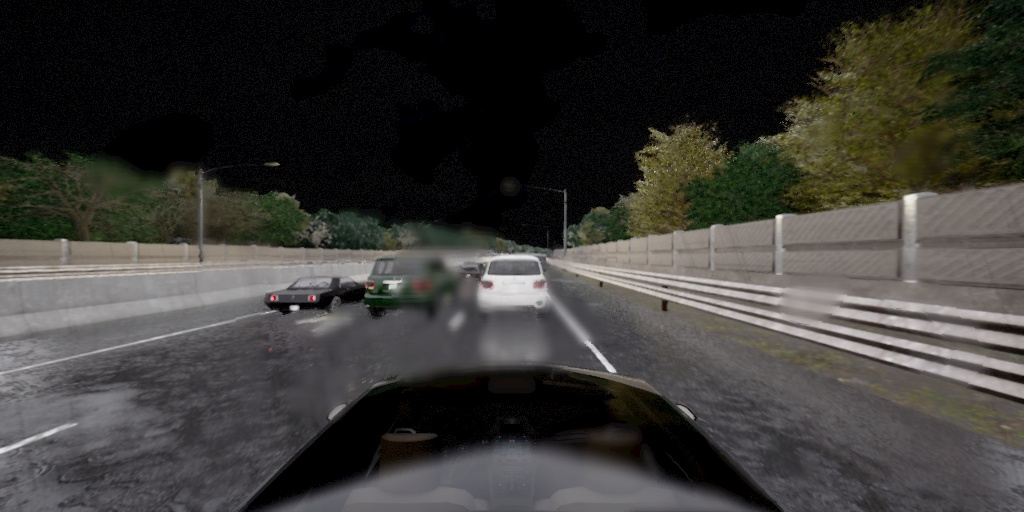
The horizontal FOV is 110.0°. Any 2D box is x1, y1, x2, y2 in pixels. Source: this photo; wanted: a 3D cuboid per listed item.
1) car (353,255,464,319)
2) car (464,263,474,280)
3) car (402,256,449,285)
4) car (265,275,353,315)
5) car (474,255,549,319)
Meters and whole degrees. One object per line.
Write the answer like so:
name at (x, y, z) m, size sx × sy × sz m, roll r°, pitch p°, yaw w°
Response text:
car at (-3.390, 0.995, 13.135) m, size 2.150 × 2.045 × 5.566 m, roll 0°, pitch 0°, yaw 1°
car at (-3.086, 1.278, 29.137) m, size 1.837 × 1.490 × 4.892 m, roll 0°, pitch 0°, yaw 2°
car at (-6.625, 0.997, 28.095) m, size 2.150 × 2.045 × 5.566 m, roll 0°, pitch 0°, yaw 2°
car at (-6.878, 1.373, 13.642) m, size 1.895 × 1.301 × 4.718 m, roll 0°, pitch 0°, yaw 1°
car at (0.110, 0.995, 13.110) m, size 2.150 × 2.045 × 5.566 m, roll 0°, pitch 0°, yaw 1°
